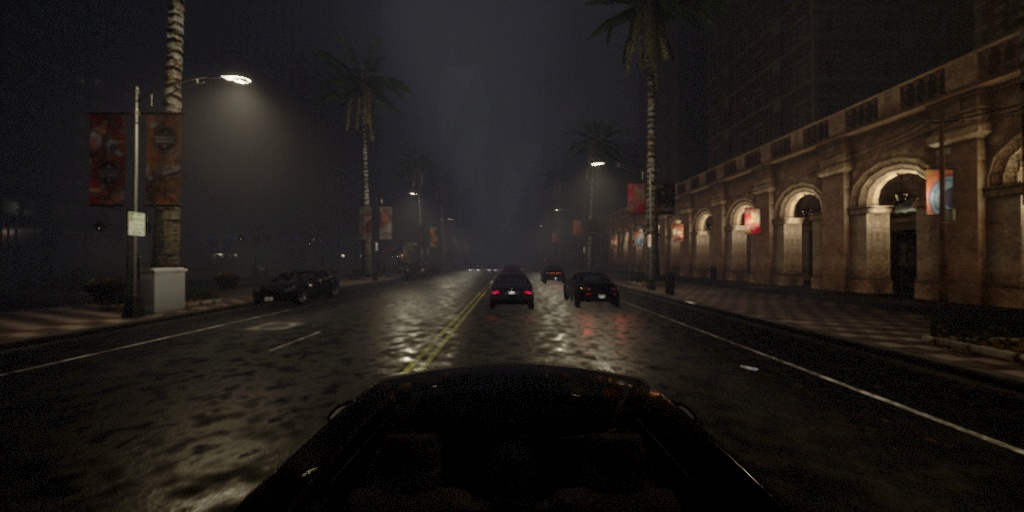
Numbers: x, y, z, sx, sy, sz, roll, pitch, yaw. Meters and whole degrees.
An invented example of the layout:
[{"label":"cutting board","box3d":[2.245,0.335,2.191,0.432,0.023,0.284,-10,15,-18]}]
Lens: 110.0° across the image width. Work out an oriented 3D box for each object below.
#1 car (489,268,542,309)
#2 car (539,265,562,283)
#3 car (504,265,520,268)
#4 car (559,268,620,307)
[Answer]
[{"label":"car","box3d":[-0.009,1.435,15.829,2.033,1.411,5.357,0,-1,0]},{"label":"car","box3d":[3.511,1.545,31.118,1.837,1.490,4.892,0,0,0]},{"label":"car","box3d":[0.012,1.517,31.298,1.882,1.535,5.008,0,0,0]},{"label":"car","box3d":[3.493,1.417,16.225,1.812,1.442,4.674,0,0,0]}]
